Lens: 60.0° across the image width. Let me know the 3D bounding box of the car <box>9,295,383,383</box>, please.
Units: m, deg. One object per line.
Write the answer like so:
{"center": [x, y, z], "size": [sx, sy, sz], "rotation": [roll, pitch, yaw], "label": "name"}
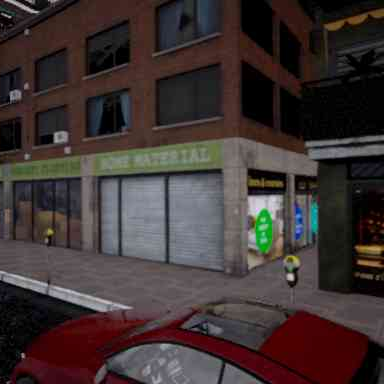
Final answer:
{"center": [0.193, 1.584, 2.745], "size": [4.206, 1.307, 1.802], "rotation": [0, -1, 35], "label": "car"}
